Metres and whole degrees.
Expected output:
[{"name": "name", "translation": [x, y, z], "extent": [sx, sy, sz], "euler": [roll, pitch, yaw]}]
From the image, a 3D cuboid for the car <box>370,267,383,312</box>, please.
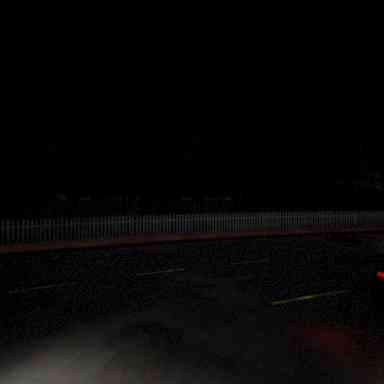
[{"name": "car", "translation": [5.308, 1.564, 5.958], "extent": [4.181, 1.385, 1.994], "euler": [0, 0, -23]}]
